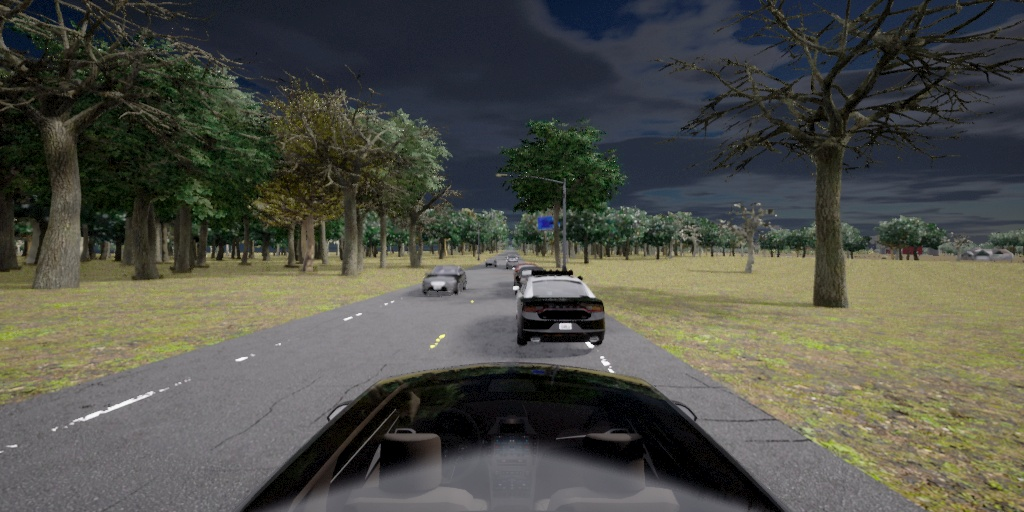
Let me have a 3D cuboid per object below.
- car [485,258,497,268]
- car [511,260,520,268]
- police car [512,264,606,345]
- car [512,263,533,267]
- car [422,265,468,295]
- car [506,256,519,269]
[{"bbox_3d":[-3.459,1.119,59.261,1.837,1.490,4.892,0,1,0],"label":"car"},{"bbox_3d":[1.066,1.243,25.525,1.882,1.535,5.008,0,0,0],"label":"car"},{"bbox_3d":[1.055,1.182,9.637,1.930,1.638,5.238,0,0,0],"label":"police car"},{"bbox_3d":[1.062,1.290,19.527,1.812,1.442,4.674,0,0,0],"label":"car"},{"bbox_3d":[-3.588,1.256,19.738,2.128,1.511,4.902,0,0,0],"label":"car"},{"bbox_3d":[0.102,1.151,52.433,2.128,1.511,4.902,0,0,0],"label":"car"}]
